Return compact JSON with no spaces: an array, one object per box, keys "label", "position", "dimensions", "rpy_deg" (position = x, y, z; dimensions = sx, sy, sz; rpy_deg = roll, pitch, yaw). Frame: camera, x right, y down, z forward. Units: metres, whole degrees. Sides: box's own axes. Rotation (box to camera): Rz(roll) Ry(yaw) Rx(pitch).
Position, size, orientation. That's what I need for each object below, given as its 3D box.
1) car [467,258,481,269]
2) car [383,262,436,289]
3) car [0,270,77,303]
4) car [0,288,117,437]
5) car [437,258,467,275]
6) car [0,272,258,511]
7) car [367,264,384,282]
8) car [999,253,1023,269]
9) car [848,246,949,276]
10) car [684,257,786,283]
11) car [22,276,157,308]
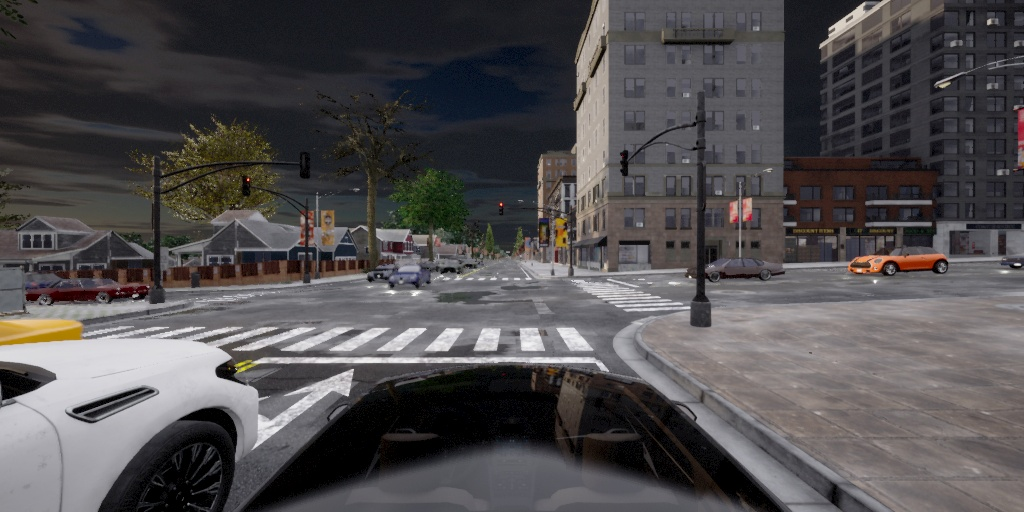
[{"label":"car","position":[-6.633,1.158,56.762],"dimensions":[2.097,1.767,4.553],"rpy_deg":[0,0,0]},{"label":"car","position":[-6.613,1.286,23.717],"dimensions":[1.812,1.442,4.674],"rpy_deg":[0,0,0]},{"label":"car","position":[-29.753,1.825,21.581],"dimensions":[4.553,1.767,2.097],"rpy_deg":[-2,0,0]},{"label":"car","position":[-6.597,1.227,2.626],"dimensions":[1.882,1.535,5.008],"rpy_deg":[0,0,0]},{"label":"car","position":[-6.627,1.123,39.999],"dimensions":[2.097,1.767,4.553],"rpy_deg":[0,0,0]},{"label":"car","position":[-3.146,0.972,0.537],"dimensions":[2.150,2.045,5.566],"rpy_deg":[0,0,0]},{"label":"car","position":[-9.869,1.326,28.522],"dimensions":[1.994,1.385,4.181],"rpy_deg":[0,0,0]},{"label":"car","position":[33.568,0.038,21.934],"dimensions":[5.357,1.411,2.033],"rpy_deg":[-2,0,0]},{"label":"car","position":[23.428,0.218,21.902],"dimensions":[4.553,1.767,2.097],"rpy_deg":[-2,0,0]},{"label":"car","position":[13.509,0.793,21.871],"dimensions":[5.357,1.411,2.033],"rpy_deg":[-2,0,0]},{"label":"car","position":[-21.637,1.806,18.517],"dimensions":[4.718,1.301,1.895],"rpy_deg":[-2,0,0]}]
